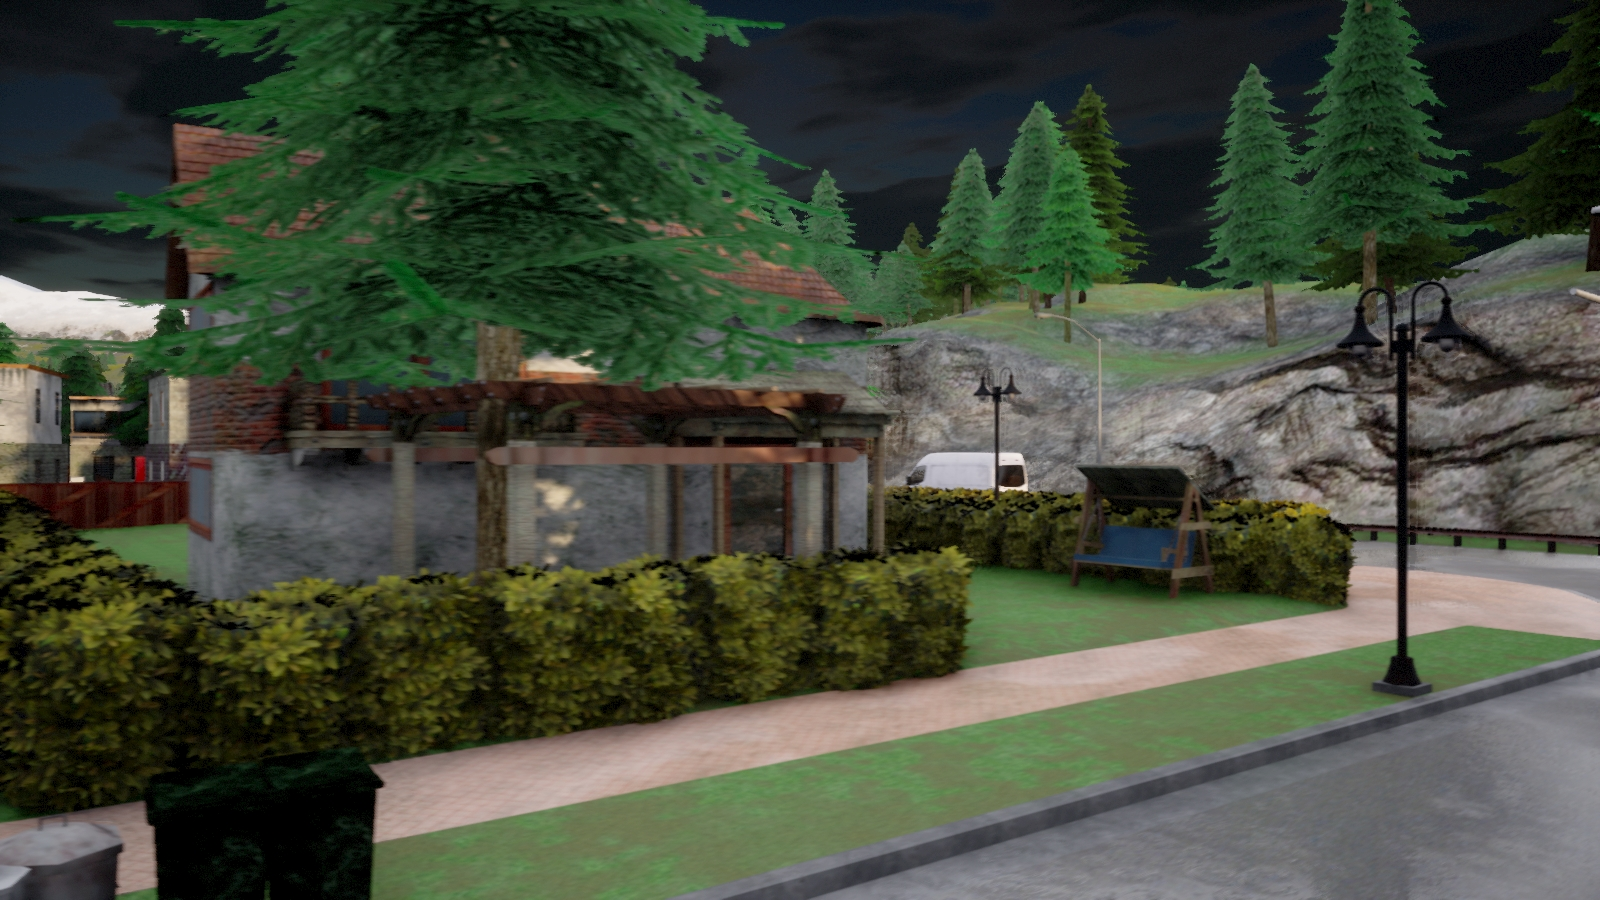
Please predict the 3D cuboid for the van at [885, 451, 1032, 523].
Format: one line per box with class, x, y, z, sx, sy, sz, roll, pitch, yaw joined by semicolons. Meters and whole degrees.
van;5.948;1.341;43.719;1.988;2.561;5.915;0;0;-37
